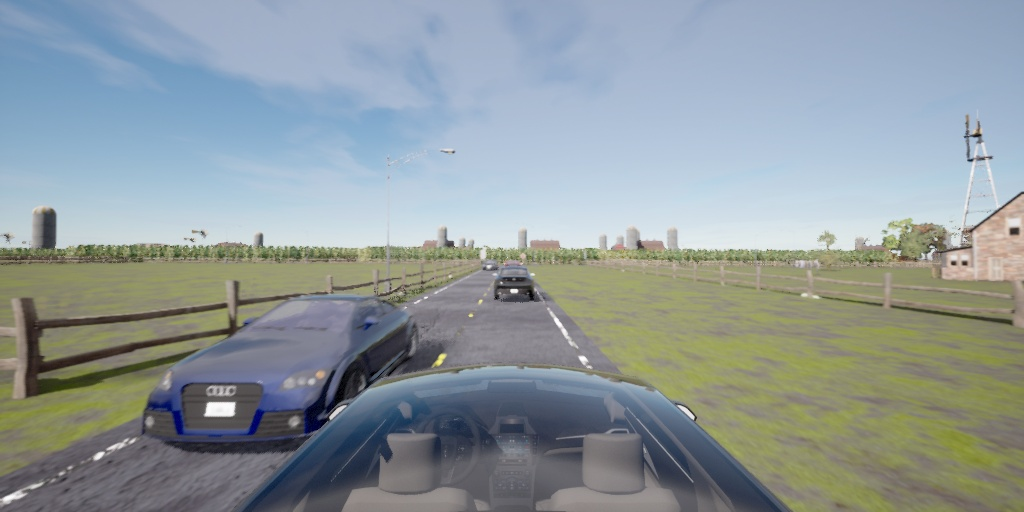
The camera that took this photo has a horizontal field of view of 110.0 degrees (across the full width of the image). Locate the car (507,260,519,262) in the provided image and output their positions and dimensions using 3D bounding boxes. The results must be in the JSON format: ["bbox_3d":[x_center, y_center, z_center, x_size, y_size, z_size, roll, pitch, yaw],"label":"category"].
[{"bbox_3d":[0.102,1.199,40.047,1.882,1.535,5.008,0,0,0],"label":"car"}]

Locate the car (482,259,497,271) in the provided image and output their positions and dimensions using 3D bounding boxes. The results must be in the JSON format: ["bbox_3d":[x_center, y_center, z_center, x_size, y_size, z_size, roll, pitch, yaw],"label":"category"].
[{"bbox_3d":[-2.832,1.205,47.217,2.128,1.511,4.902,0,0,0],"label":"car"}]

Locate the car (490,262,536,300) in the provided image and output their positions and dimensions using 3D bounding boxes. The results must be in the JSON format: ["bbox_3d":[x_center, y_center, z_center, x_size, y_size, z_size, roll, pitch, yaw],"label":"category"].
[{"bbox_3d":[0.098,1.247,17.720,1.837,1.490,4.892,0,0,0],"label":"car"}]

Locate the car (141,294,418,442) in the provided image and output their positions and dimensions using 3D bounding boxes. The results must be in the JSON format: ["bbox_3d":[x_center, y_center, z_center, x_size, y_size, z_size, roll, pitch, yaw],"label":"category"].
[{"bbox_3d":[-2.851,1.313,5.499,1.994,1.385,4.181,0,0,0],"label":"car"}]
